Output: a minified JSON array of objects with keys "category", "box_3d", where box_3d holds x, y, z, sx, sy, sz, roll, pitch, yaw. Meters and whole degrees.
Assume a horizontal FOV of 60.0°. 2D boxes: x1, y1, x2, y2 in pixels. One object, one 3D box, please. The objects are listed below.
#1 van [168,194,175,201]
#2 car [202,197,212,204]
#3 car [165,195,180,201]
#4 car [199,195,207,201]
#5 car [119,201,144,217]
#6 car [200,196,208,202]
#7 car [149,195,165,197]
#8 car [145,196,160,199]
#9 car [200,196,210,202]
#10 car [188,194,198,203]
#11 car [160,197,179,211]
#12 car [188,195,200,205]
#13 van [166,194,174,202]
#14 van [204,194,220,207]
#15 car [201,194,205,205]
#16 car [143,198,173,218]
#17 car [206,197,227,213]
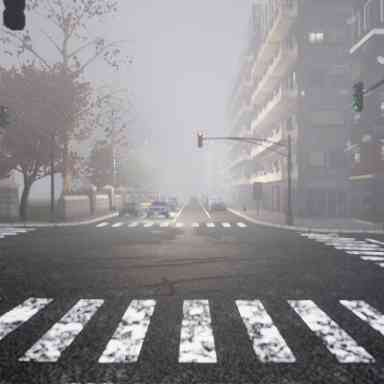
[{"category":"van","box_3d":[-5.396,1.448,87.287,1.690,1.788,3.998,0,0,0]},{"category":"car","box_3d":[2.909,1.605,64.738,1.887,1.381,4.507,0,0,0]},{"category":"car","box_3d":[-2.908,1.542,50.494,1.837,1.490,4.892,0,0,0]},{"category":"car","box_3d":[2.984,1.547,87.258,1.967,1.590,4.097,0,0,0]},{"category":"car","box_3d":[-5.584,1.581,30.985,1.947,1.339,4.313,0,0,0]},{"category":"car","box_3d":[2.964,1.638,81.629,1.887,1.381,4.507,0,0,0]},{"category":"car","box_3d":[-5.528,1.349,47.877,2.192,1.841,5.009,0,0,0]},{"category":"car","box_3d":[-5.547,1.551,42.077,1.752,1.417,4.829,0,0,0]},{"category":"car","box_3d":[2.946,1.632,75.999,2.008,1.369,4.403,0,0,0]},{"category":"car","box_3d":[0.249,1.427,71.480,2.097,1.767,4.553,0,0,0]},{"category":"car","box_3d":[-2.958,1.625,40.302,1.895,1.301,4.718,0,0,0]},{"category":"car","box_3d":[0.300,1.577,59.566,1.812,1.442,4.674,0,0,0]},{"category":"van","box_3d":[-5.415,1.435,81.657,1.690,1.788,3.998,0,0,0]},{"category":"van","box_3d":[2.834,1.367,42.219,1.690,1.788,3.998,0,0,0]},{"category":"car","box_3d":[2.872,1.482,53.479,1.967,1.590,4.097,0,0,0]},{"category":"car","box_3d":[-2.992,1.540,30.379,1.812,1.442,4.674,0,0,0]},{"category":"car","box_3d":[2.815,1.565,36.587,1.887,1.381,4.507,0,0,0]}]
